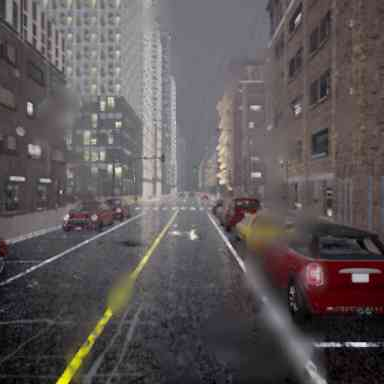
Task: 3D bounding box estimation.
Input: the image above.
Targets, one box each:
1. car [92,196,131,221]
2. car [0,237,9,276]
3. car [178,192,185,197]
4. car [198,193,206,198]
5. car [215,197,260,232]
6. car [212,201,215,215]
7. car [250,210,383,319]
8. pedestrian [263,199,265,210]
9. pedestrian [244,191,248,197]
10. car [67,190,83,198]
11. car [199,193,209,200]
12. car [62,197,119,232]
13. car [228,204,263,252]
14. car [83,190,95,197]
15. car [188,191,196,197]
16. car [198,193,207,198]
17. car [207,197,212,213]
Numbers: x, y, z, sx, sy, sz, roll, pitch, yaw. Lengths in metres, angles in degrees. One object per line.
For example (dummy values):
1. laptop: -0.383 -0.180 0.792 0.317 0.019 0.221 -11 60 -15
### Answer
1. car: -5.689 1.242 24.297 1.967 1.590 4.097 0 0 0
2. car: -5.689 1.521 7.251 1.802 1.307 4.206 0 0 0
3. car: -3.006 0.807 94.416 2.033 1.411 5.357 0 0 0
4. car: 2.687 0.849 90.570 2.008 1.369 4.403 0 0 0
5. car: 2.691 1.162 18.617 2.192 1.841 5.009 0 0 0
6. car: 2.691 1.326 24.470 1.752 1.417 4.829 0 0 0
7. car: 2.692 1.379 7.253 1.967 1.590 4.097 0 0 0
8. pedestrian: 8.133 1.014 37.441 0.375 1.860 0.375 0 0 0
9. pedestrian: 6.133 0.834 38.040 0.375 1.860 0.375 0 0 0
10. car: -17.561 0.656 43.661 5.009 1.841 2.192 1 -1 0
11. car: 2.738 1.015 72.006 1.802 1.307 4.206 0 0 0
12. car: -5.689 1.287 18.615 1.967 1.590 4.097 0 0 0
13. car: 2.691 1.417 13.106 1.752 1.417 4.829 0 0 0
14. car: -17.696 0.609 52.040 5.009 1.841 2.192 1 -1 0
15. car: -0.003 0.734 91.687 1.812 1.442 4.674 0 0 0
16. car: 2.687 0.890 84.922 2.008 1.369 4.403 0 0 0
17. car: 2.690 1.323 29.983 1.947 1.339 4.313 0 0 0
